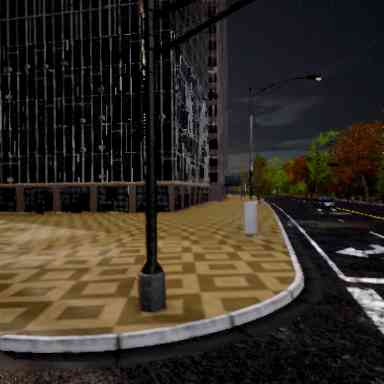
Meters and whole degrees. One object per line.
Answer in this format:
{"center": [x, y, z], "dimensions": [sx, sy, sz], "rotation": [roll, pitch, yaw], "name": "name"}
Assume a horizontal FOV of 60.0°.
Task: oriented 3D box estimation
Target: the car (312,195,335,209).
{"center": [14.891, 1.122, 37.843], "dimensions": [2.128, 1.511, 4.902], "rotation": [-1, 0, 11], "name": "car"}
